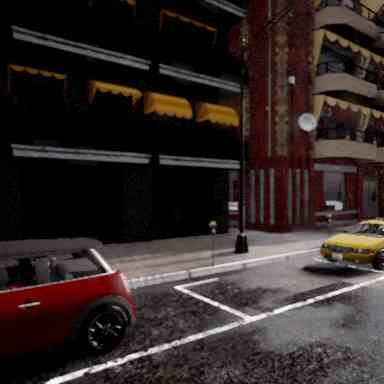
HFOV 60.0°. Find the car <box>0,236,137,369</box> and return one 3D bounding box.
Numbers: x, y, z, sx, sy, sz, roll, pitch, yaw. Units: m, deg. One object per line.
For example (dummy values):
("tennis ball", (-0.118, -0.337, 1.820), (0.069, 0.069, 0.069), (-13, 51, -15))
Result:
("car", (-2.920, 1.440, 4.477), (4.097, 1.590, 1.967), (0, 0, -36))

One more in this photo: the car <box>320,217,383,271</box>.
("car", (6.148, 1.527, 10.977), (4.829, 1.417, 1.752), (0, 0, -36))
